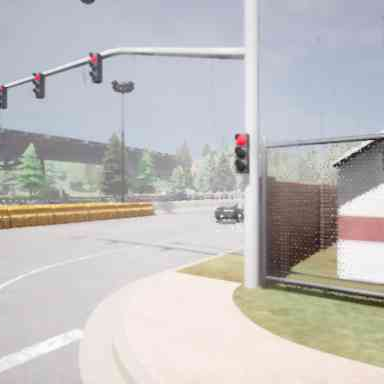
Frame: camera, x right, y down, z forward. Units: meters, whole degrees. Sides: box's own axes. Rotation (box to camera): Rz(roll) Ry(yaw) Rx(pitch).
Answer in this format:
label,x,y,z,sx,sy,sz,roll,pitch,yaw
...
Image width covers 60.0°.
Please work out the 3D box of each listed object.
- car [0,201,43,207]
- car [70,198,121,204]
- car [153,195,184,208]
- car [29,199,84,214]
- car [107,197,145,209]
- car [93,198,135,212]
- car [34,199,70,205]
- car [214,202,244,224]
label,x,y,z,sx,sy,sz,roll,pitch,yaw
car,-13.919,1.570,24.578,1.895,1.301,4.718,0,0,33
car,-9.058,1.533,31.935,1.994,1.385,4.181,0,0,33
car,-3.262,1.317,46.888,2.097,1.767,4.553,0,0,34
car,-14.590,1.508,36.240,2.033,1.411,5.357,0,0,34
car,-8.813,1.452,44.877,2.128,1.511,4.902,0,0,34
car,-8.920,1.491,38.433,1.812,1.442,4.674,0,0,34
car,-14.047,1.457,30.748,2.128,1.511,4.902,0,0,34
car,3.451,1.478,25.109,2.128,1.511,4.902,0,0,34
